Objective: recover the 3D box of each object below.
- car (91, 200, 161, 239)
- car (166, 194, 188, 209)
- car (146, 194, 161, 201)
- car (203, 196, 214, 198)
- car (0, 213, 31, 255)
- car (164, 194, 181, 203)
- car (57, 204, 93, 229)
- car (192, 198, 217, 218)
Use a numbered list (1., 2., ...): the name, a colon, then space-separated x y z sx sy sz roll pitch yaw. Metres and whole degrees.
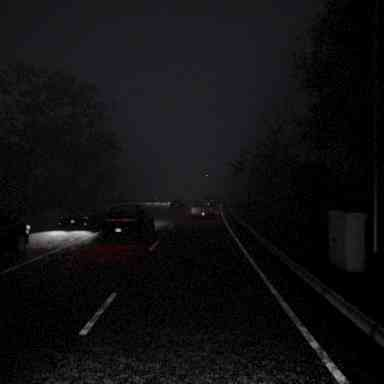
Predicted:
1. car: -3.045 1.399 16.573 2.128 1.511 4.902 0 0 2
2. car: -1.585 1.302 40.776 1.812 1.442 4.674 0 1 5
3. car: -6.896 1.173 60.077 1.837 1.490 4.892 0 0 7
4. car: 2.272 1.263 44.643 1.837 1.490 4.892 0 1 5
5. car: -6.892 1.444 10.308 1.837 1.490 4.892 0 0 2
6. car: -3.422 1.165 59.682 2.128 1.511 4.902 0 0 7
7. car: -6.529 1.449 20.361 1.994 1.385 4.181 0 0 2
8. car: 1.021 1.446 28.423 1.895 1.301 4.718 0 0 3
